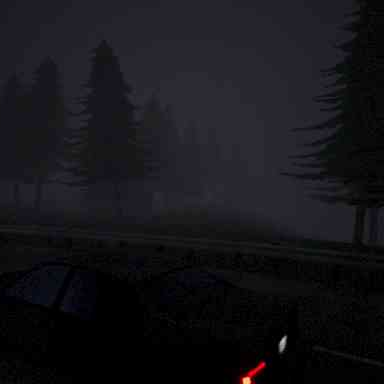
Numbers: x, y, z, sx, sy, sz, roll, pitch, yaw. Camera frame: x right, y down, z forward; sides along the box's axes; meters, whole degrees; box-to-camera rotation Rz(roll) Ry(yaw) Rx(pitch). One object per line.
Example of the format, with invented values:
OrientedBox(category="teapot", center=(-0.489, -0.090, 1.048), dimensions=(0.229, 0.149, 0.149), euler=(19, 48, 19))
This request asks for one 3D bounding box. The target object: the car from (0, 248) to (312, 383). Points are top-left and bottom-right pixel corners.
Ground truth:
OrientedBox(category="car", center=(-1.251, 1.534, 4.581), dimensions=(5.357, 1.411, 2.033), euler=(0, 0, 32))
